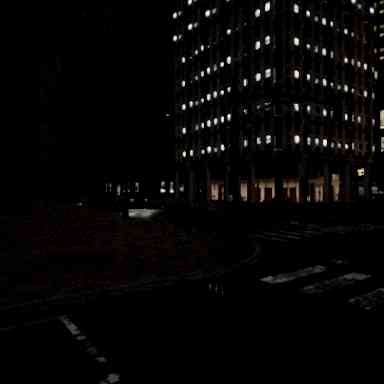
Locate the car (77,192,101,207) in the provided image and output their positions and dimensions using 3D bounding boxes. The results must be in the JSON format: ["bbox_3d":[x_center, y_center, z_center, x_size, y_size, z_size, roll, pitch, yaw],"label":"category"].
[{"bbox_3d":[-12.045,1.008,40.110,1.752,1.417,4.829,0,1,-33],"label":"car"}]

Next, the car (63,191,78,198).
[{"bbox_3d":[-27.806,0.519,76.242,1.887,1.381,4.507,0,1,-38],"label":"car"}]

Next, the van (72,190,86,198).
[{"bbox_3d":[-24.460,0.376,71.841,1.690,1.788,3.998,0,1,-37],"label":"van"}]

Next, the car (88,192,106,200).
[{"bbox_3d":[-17.936,0.724,62.945,1.947,1.339,4.313,0,1,-36],"label":"car"}]

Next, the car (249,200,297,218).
[{"bbox_3d":[6.307,1.243,26.200,1.802,1.307,4.206,0,1,-32],"label":"car"}]

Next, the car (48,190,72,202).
[{"bbox_3d":[-21.478,0.833,54.067,1.887,1.381,4.507,0,1,-35],"label":"car"}]

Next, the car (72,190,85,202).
[{"bbox_3d":[-16.875,0.860,52.177,1.837,1.490,4.892,-1,1,-35],"label":"car"}]

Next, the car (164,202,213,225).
[{"bbox_3d":[-0.349,1.320,21.563,1.802,1.307,4.206,0,1,-32],"label":"car"}]

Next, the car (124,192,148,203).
[{"bbox_3d":[-8.401,0.785,49.419,1.967,1.590,4.097,0,1,-34],"label":"car"}]

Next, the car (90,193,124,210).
[{"bbox_3d":[-9.132,1.127,35.590,1.802,1.307,4.206,0,1,-32],"label":"car"}]

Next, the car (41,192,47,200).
[{"bbox_3d":[-24.597,0.752,58.463,1.752,1.417,4.829,0,1,-35],"label":"car"}]

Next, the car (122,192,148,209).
[{"bbox_3d":[-6.487,0.884,36.214,2.097,1.767,4.553,-1,1,-32],"label":"car"}]

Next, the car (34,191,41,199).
[{"bbox_3d":[-31.283,0.539,67.559,1.967,1.590,4.097,0,1,-37],"label":"car"}]
